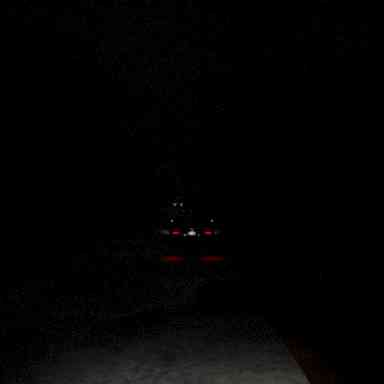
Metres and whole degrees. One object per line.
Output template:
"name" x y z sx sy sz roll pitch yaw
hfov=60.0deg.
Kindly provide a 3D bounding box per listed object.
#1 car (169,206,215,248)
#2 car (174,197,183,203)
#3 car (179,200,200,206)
"car" -0.008 1.564 14.652 2.033 1.411 5.357 0 0 0
"car" -3.123 1.827 75.956 1.812 1.442 4.674 0 -1 -1
"car" -0.048 1.621 29.686 1.895 1.301 4.718 0 0 0
